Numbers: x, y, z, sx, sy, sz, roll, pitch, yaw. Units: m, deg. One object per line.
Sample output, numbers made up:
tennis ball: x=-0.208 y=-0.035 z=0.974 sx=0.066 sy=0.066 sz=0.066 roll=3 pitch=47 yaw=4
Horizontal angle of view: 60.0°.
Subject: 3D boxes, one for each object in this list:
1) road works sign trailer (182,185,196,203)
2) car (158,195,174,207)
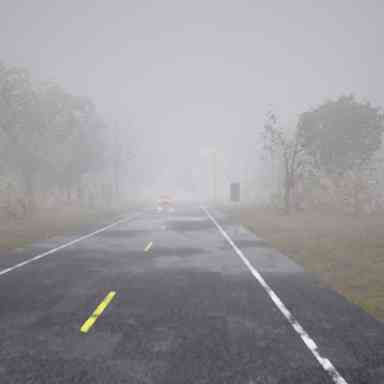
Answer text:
road works sign trailer: x=-0.428 y=0.365 z=65.345 sx=2.380 sy=3.560 sz=2.880 roll=0 pitch=0 yaw=1
car: x=-3.820 y=1.279 z=48.874 sx=2.097 sy=1.767 sz=4.553 roll=0 pitch=0 yaw=0
